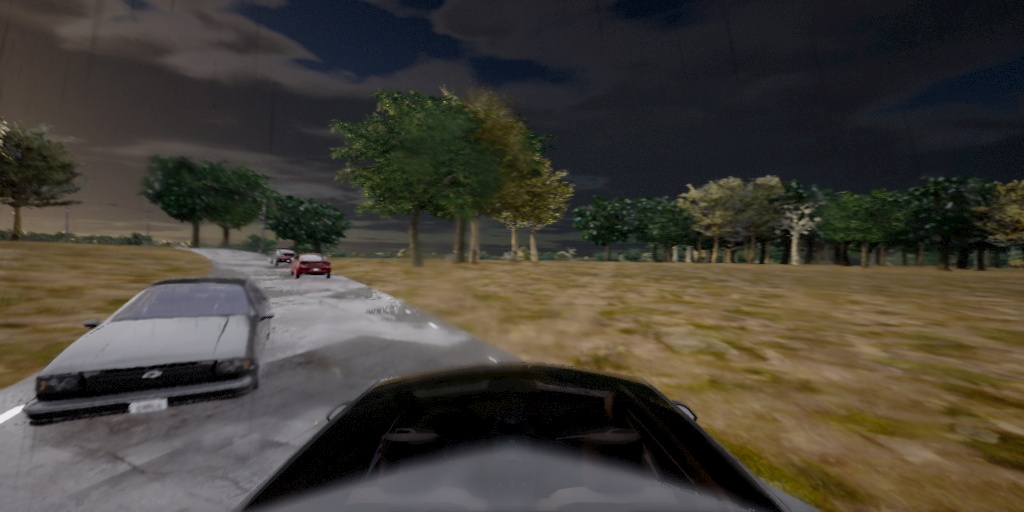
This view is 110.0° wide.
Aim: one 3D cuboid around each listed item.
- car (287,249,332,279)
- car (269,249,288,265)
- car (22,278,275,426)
[{"bbox_3d":[-12.925,0.556,22.983,1.882,1.535,5.008,2,0,-36],"label":"car"},{"bbox_3d":[-21.264,0.067,33.433,1.837,1.490,4.892,2,1,-41],"label":"car"},{"bbox_3d":[-5.128,1.089,5.959,2.033,1.411,5.357,2,0,-32],"label":"car"}]
